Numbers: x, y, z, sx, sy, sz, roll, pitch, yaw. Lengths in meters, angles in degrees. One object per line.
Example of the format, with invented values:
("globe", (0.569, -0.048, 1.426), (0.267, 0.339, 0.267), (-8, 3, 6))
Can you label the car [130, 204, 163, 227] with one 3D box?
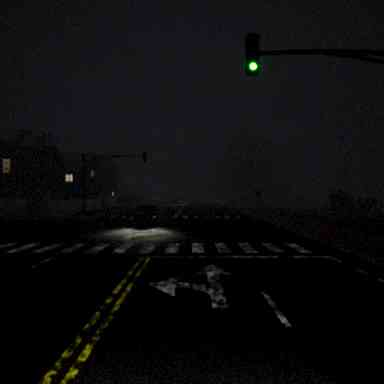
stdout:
("car", (-3.239, 1.620, 24.171), (1.882, 1.535, 5.008), (0, 0, 0))

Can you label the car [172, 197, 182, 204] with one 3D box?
("car", (-3.218, 1.902, 73.428), (1.837, 1.490, 4.892), (0, 0, 0))
